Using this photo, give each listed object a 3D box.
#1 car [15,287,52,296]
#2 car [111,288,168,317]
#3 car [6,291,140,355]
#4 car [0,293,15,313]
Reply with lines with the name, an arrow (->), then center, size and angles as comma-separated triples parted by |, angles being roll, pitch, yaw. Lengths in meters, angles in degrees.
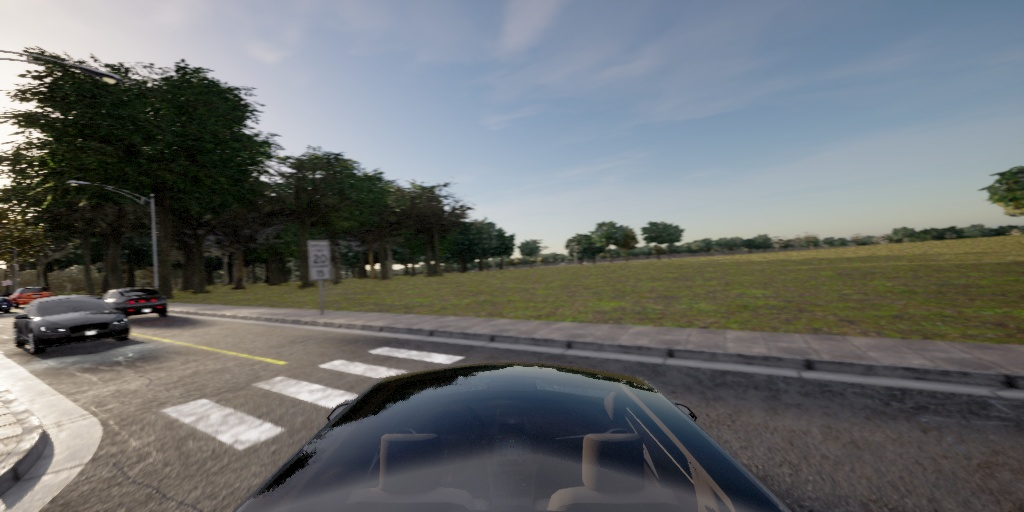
car -> -41.934, 3.492, 31.264 | 4.553, 1.767, 2.097 | -3, -1, 31
car -> -18.769, 2.341, 17.596 | 4.892, 1.490, 1.837 | -3, -1, 30
car -> -13.977, 2.035, 11.343 | 4.892, 1.490, 1.837 | -3, -1, 31
car -> -36.587, 3.147, 24.749 | 4.553, 1.767, 2.097 | -3, -1, 31
